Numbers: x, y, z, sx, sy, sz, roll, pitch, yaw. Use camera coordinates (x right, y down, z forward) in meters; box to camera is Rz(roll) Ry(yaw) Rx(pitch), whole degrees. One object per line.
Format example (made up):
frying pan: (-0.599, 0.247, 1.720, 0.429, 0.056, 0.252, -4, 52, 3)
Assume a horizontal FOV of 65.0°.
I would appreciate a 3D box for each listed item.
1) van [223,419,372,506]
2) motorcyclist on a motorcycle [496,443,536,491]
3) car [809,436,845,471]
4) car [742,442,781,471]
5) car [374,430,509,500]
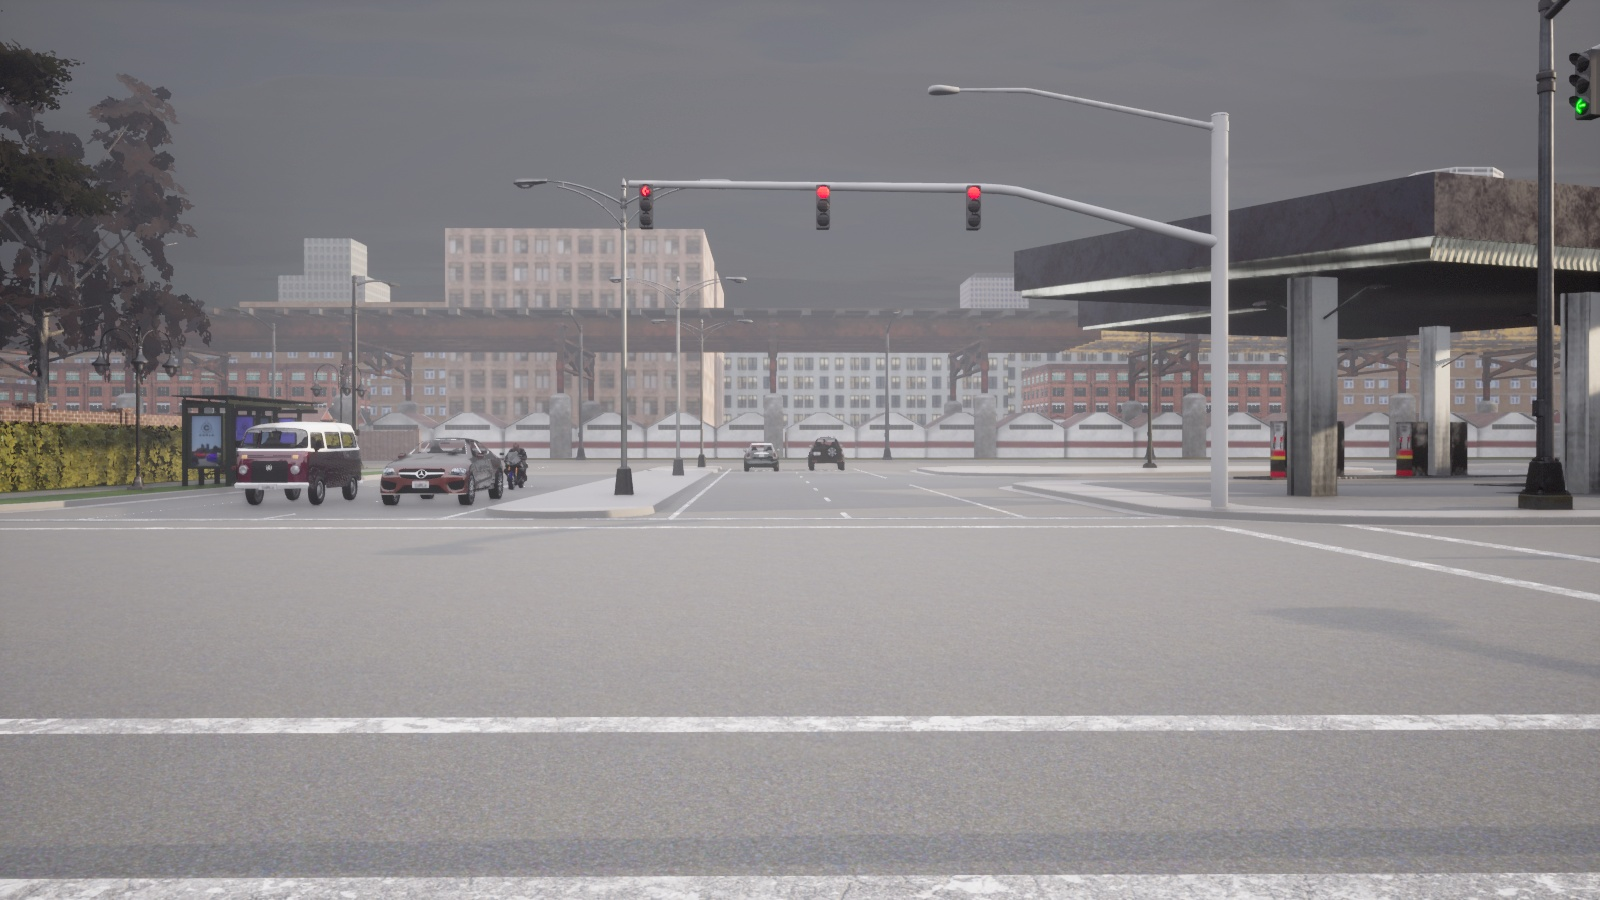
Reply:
van: (-12.501, 0.282, 31.579, 2.069, 2.038, 4.480, 0, 0, -2)
motorcyclist on a motorcycle: (-9.259, 0.543, 41.008, 0.866, 1.530, 2.191, 0, 0, -2)
car: (1.462, 0.172, 69.287, 1.932, 1.855, 4.605, 0, 0, 1)
car: (-2.051, 0.333, 66.845, 1.970, 1.475, 3.806, 0, 0, -2)
car: (-9.015, 0.337, 32.078, 2.152, 1.651, 5.027, 0, 0, -2)
